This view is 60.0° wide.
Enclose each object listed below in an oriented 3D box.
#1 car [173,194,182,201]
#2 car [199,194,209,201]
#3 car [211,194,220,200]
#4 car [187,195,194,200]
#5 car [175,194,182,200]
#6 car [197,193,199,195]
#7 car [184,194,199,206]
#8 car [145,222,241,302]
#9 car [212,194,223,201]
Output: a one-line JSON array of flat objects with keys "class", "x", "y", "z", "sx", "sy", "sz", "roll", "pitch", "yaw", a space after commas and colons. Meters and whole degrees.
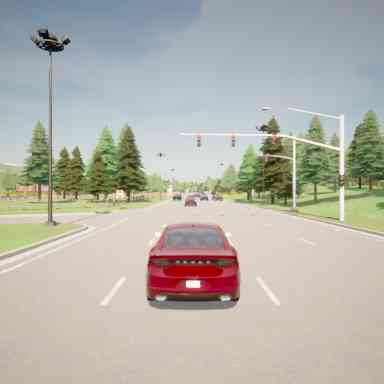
[{"class": "car", "x": -3.818, "y": 1.469, "z": 83.566, "sx": 1.882, "sy": 1.535, "sz": 5.008, "roll": 0, "pitch": 0, "yaw": 0}, {"class": "car", "x": 3.180, "y": 1.517, "z": 84.010, "sx": 1.812, "sy": 1.442, "sz": 4.674, "roll": 0, "pitch": 0, "yaw": 0}, {"class": "car", "x": 6.642, "y": 1.372, "z": 94.026, "sx": 2.033, "sy": 1.411, "sz": 5.357, "roll": 0, "pitch": 0, "yaw": 0}, {"class": "car", "x": -0.358, "y": 1.428, "z": 94.030, "sx": 1.895, "sy": 1.301, "sz": 4.718, "roll": 0, "pitch": 0, "yaw": 0}, {"class": "car", "x": -3.858, "y": 1.310, "z": 93.986, "sx": 1.882, "sy": 1.535, "sz": 5.008, "roll": 0, "pitch": 0, "yaw": 0}, {"class": "car", "x": 3.142, "y": 1.358, "z": 94.013, "sx": 2.128, "sy": 1.511, "sz": 4.902, "roll": 0, "pitch": 0, "yaw": 0}, {"class": "car", "x": -0.201, "y": 1.526, "z": 52.967, "sx": 1.812, "sy": 1.442, "sz": 4.674, "roll": 0, "pitch": 0, "yaw": 0}, {"class": "car", "x": 0.031, "y": 1.478, "z": 8.365, "sx": 1.882, "sy": 1.535, "sz": 5.008, "roll": 0, "pitch": 0, "yaw": 0}, {"class": "car", "x": 6.682, "y": 1.517, "z": 83.607, "sx": 2.128, "sy": 1.511, "sz": 4.902, "roll": 0, "pitch": 0, "yaw": 0}]
